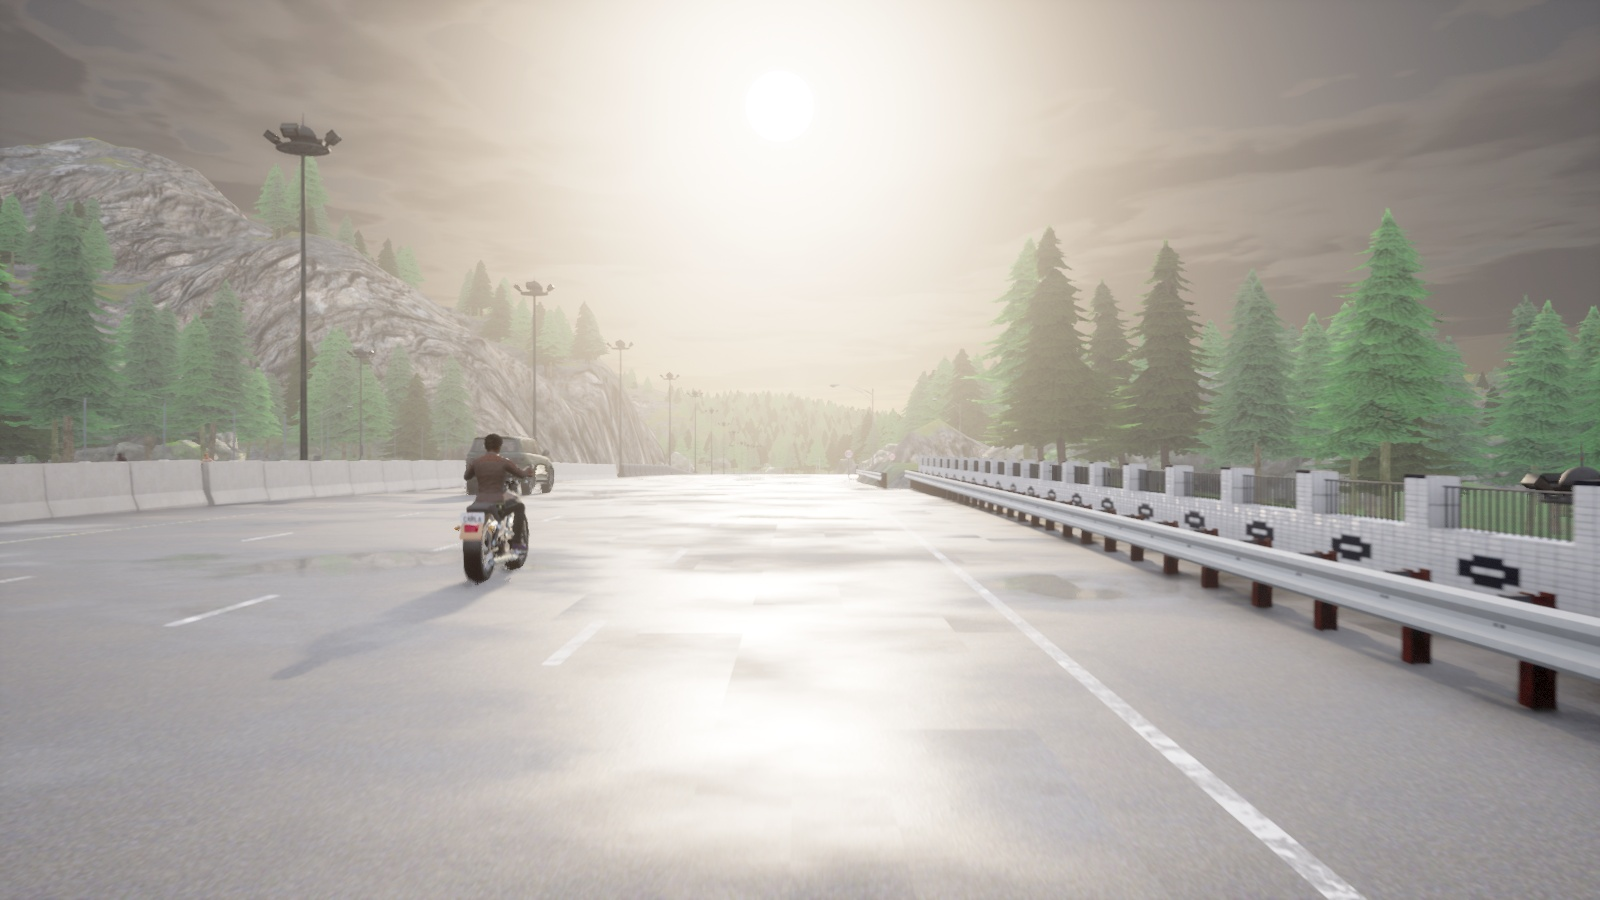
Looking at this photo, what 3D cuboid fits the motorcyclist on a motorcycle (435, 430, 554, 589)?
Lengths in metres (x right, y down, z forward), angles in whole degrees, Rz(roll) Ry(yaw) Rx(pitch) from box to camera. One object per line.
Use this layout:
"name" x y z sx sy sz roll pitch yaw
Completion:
"motorcyclist on a motorcycle" -3.404 0.621 14.234 0.766 1.649 2.350 0 0 0

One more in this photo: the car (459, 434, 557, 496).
"car" -10.232 0.530 44.472 2.150 2.045 5.566 0 -1 0
